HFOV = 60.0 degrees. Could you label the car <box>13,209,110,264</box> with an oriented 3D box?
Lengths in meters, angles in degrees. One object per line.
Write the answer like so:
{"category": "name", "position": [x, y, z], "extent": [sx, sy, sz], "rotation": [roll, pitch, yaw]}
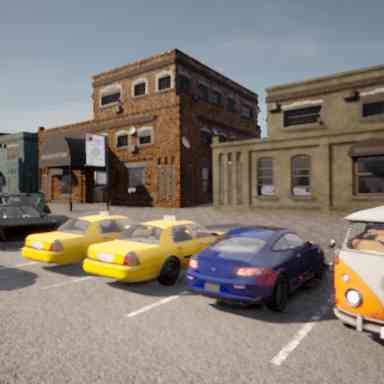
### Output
{"category": "car", "position": [-2.694, 1.417, 11.103], "extent": [1.946, 1.575, 5.366], "rotation": [1, 0, 35]}

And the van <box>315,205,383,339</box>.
{"category": "van", "position": [3.869, 1.252, 6.051], "extent": [1.878, 1.987, 4.442], "rotation": [0, 0, 35]}

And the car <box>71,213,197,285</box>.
{"category": "car", "position": [-0.448, 1.439, 9.501], "extent": [1.946, 1.575, 5.366], "rotation": [1, 0, 35]}

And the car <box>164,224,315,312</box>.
{"category": "car", "position": [1.687, 1.501, 7.747], "extent": [2.002, 1.452, 4.674], "rotation": [0, 0, 35]}

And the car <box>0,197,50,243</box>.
{"category": "car", "position": [-7.310, 1.249, 14.129], "extent": [2.185, 1.767, 4.553], "rotation": [1, 0, 35]}

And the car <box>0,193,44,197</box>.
{"category": "car", "position": [-9.553, 1.100, 15.731], "extent": [2.435, 2.045, 5.566], "rotation": [1, 0, 35]}
